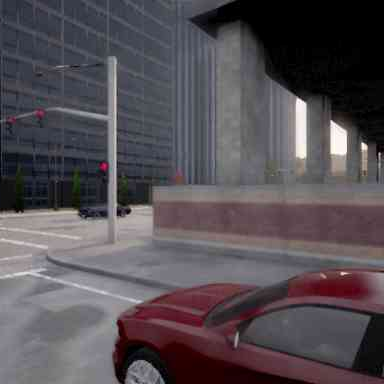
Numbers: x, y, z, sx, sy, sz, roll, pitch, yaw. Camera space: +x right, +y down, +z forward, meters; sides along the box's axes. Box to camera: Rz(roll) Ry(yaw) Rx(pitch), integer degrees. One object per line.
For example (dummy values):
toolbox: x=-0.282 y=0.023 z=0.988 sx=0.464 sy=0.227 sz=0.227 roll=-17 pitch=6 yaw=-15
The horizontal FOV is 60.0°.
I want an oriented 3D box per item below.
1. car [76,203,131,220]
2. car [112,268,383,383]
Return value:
car: x=-7.611 y=1.658 z=28.960 sx=1.895 sy=1.301 sz=4.718 roll=0 pitch=0 yaw=36
car: x=1.408 y=1.478 z=2.989 sx=5.008 sy=1.535 sz=1.882 roll=0 pitch=0 yaw=35
